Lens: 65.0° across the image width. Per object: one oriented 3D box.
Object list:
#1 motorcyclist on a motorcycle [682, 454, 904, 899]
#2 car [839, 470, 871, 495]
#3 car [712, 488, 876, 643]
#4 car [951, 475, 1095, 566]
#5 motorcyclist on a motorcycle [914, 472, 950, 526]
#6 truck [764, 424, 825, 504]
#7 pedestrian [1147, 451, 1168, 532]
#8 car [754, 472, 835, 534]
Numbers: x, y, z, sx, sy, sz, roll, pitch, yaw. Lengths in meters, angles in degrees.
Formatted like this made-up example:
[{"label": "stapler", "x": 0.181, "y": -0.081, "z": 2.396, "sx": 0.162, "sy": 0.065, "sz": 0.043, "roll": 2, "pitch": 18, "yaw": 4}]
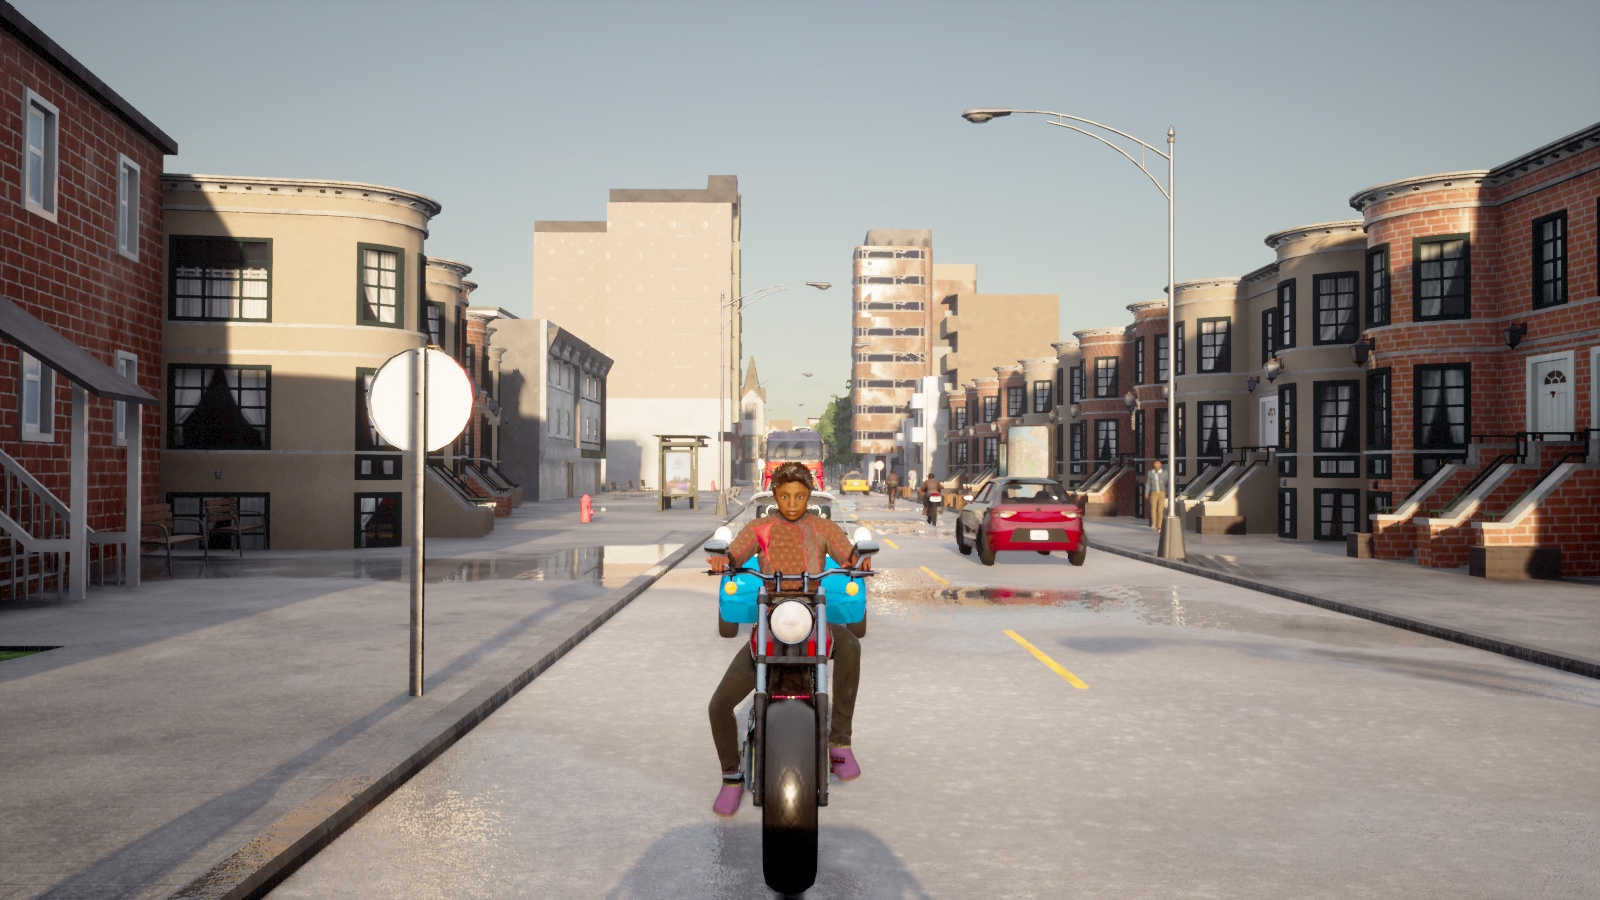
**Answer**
[{"label": "motorcyclist on a motorcycle", "x": -0.031, "y": 0.858, "z": 5.541, "sx": 0.766, "sy": 1.649, "sz": 2.350, "roll": 0, "pitch": -1, "yaw": 0}, {"label": "car", "x": 3.598, "y": 2.127, "z": 82.839, "sx": 1.801, "sy": 1.575, "sz": 5.366, "roll": 0, "pitch": -1, "yaw": 0}, {"label": "car", "x": -0.062, "y": 1.078, "z": 12.451, "sx": 1.481, "sy": 1.376, "sz": 2.207, "roll": 0, "pitch": -1, "yaw": 0}, {"label": "car", "x": 3.892, "y": 1.191, "z": 22.561, "sx": 1.816, "sy": 1.474, "sz": 4.193, "roll": 0, "pitch": -1, "yaw": 0}, {"label": "motorcyclist on a motorcycle", "x": 3.829, "y": 1.393, "z": 36.520, "sx": 0.797, "sy": 1.523, "sz": 2.044, "roll": 0, "pitch": -1, "yaw": 0}, {"label": "truck", "x": -0.301, "y": 0.728, "z": 64.283, "sx": 2.891, "sy": 3.827, "sz": 8.468, "roll": 0, "pitch": -1, "yaw": 0}, {"label": "pedestrian", "x": 8.738, "y": 1.003, "z": 30.692, "sx": 0.423, "sy": 1.949, "sz": 0.788, "roll": -1, "pitch": -1, "yaw": 21}, {"label": "car", "x": -0.154, "y": 1.325, "z": 32.517, "sx": 1.970, "sy": 1.475, "sz": 3.806, "roll": 0, "pitch": -1, "yaw": 0}]
